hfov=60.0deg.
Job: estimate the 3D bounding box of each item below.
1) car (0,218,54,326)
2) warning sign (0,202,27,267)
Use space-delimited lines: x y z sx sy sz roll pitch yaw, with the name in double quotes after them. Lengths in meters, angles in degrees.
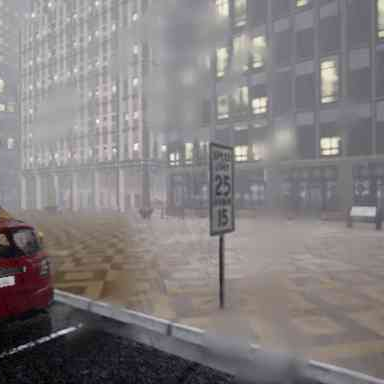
-4.625 1.407 6.169 5.009 1.841 2.192 -1 0 36 "car"
-5.891 1.249 10.005 1.060 1.860 1.300 -1 -1 36 "warning sign"
